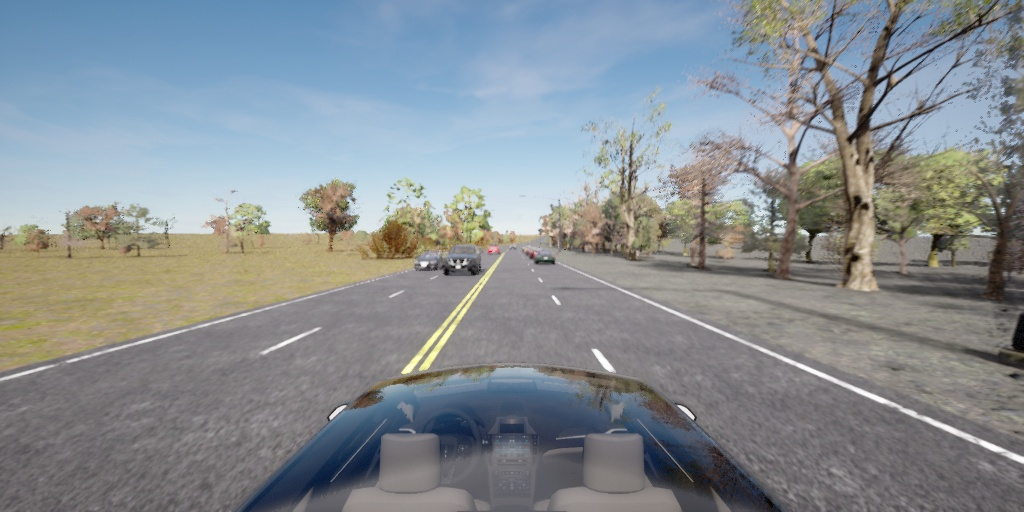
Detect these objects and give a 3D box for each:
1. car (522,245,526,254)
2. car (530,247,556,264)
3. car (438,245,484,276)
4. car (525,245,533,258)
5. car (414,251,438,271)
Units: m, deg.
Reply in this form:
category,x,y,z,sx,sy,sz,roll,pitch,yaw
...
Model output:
category,x,y,z,sx,sy,sz,roll,pitch,yaw
car,3.230,-0.791,58.195,2.163,1.488,4.792,0,3,0
car,3.232,0.091,36.191,1.994,1.385,4.181,-1,2,0
car,-3.345,0.226,25.008,2.150,2.045,5.566,0,2,0
car,3.244,-0.389,47.207,2.163,1.488,4.792,1,2,0
car,-6.599,0.358,29.332,2.128,1.511,4.902,0,2,0
